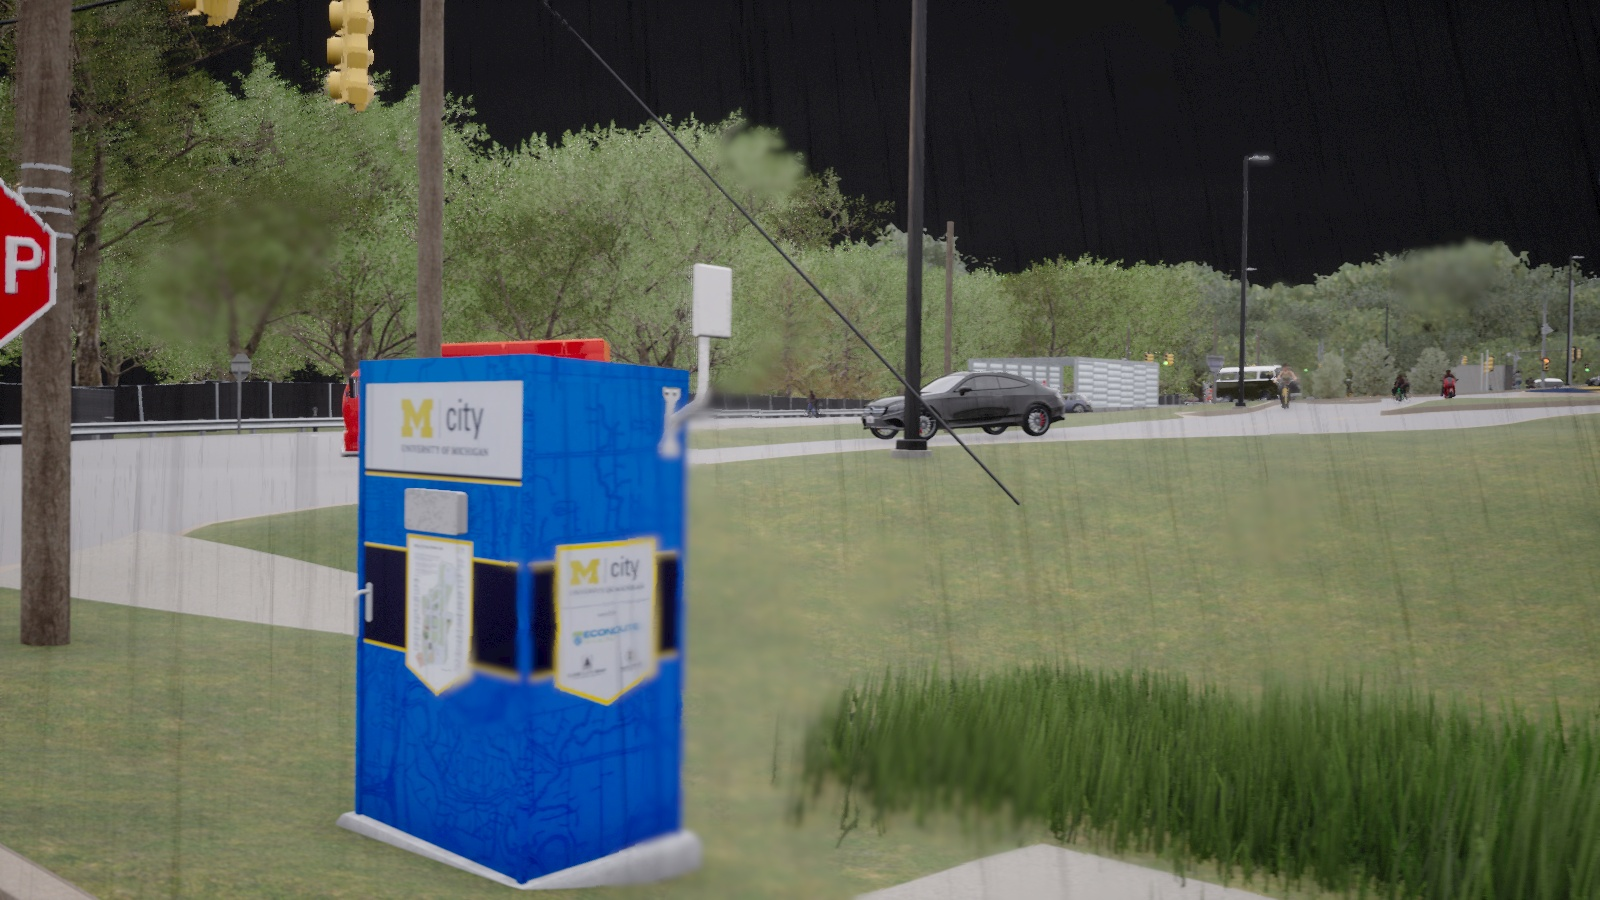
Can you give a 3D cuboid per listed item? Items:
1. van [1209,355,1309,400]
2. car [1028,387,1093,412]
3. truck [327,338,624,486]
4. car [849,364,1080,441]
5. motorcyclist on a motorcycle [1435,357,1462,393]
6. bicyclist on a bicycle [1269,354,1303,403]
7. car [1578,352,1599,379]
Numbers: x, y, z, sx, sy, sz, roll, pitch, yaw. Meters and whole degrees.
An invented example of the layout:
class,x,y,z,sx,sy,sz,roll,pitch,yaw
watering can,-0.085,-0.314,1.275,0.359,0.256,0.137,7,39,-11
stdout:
class,x,y,z,sx,sy,sz,roll,pitch,yaw
van,23.032,-3.620,63.164,2.069,2.038,4.480,-3,2,-28
car,17.200,-3.310,82.912,3.806,1.475,1.970,-1,1,27
truck,-6.298,-0.751,25.053,5.204,2.467,2.627,-4,1,-5
car,3.598,-1.053,27.290,4.674,1.442,1.812,-3,3,-25
motorcyclist on a motorcycle,28.692,-3.334,55.596,0.797,1.523,2.044,-2,3,21
bicyclist on a bicycle,16.784,-2.467,43.330,0.866,1.612,1.509,-1,3,29
car,47.292,-4.905,71.945,4.193,1.474,1.816,-2,1,14
